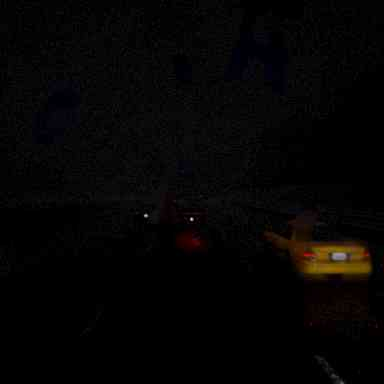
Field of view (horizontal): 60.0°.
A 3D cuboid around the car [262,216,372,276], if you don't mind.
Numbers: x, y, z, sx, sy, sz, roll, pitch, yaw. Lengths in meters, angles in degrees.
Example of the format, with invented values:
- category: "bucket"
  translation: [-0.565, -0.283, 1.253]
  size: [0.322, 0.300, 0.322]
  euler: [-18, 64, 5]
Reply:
- category: "car"
  translation: [3.496, 1.520, 10.457]
  size: [1.801, 1.575, 5.366]
  euler: [0, 0, 0]

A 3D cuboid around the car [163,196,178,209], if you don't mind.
- category: "car"
  translation: [-3.421, 1.604, 53.662]
  size: [2.150, 2.045, 5.566]
  euler: [0, 0, 0]

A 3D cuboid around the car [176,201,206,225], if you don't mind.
- category: "car"
  translation: [-0.018, 1.675, 25.789]
  size: [1.837, 1.490, 4.892]
  euler: [0, 0, 0]

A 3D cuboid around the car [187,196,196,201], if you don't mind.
- category: "car"
  translation: [-0.033, 2.081, 80.531]
  size: [1.837, 1.490, 4.892]
  euler: [0, 0, 0]

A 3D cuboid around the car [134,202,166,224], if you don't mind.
- category: "car"
  translation: [-3.411, 1.738, 26.566]
  size: [1.994, 1.385, 4.181]
  euler: [0, 0, 0]
